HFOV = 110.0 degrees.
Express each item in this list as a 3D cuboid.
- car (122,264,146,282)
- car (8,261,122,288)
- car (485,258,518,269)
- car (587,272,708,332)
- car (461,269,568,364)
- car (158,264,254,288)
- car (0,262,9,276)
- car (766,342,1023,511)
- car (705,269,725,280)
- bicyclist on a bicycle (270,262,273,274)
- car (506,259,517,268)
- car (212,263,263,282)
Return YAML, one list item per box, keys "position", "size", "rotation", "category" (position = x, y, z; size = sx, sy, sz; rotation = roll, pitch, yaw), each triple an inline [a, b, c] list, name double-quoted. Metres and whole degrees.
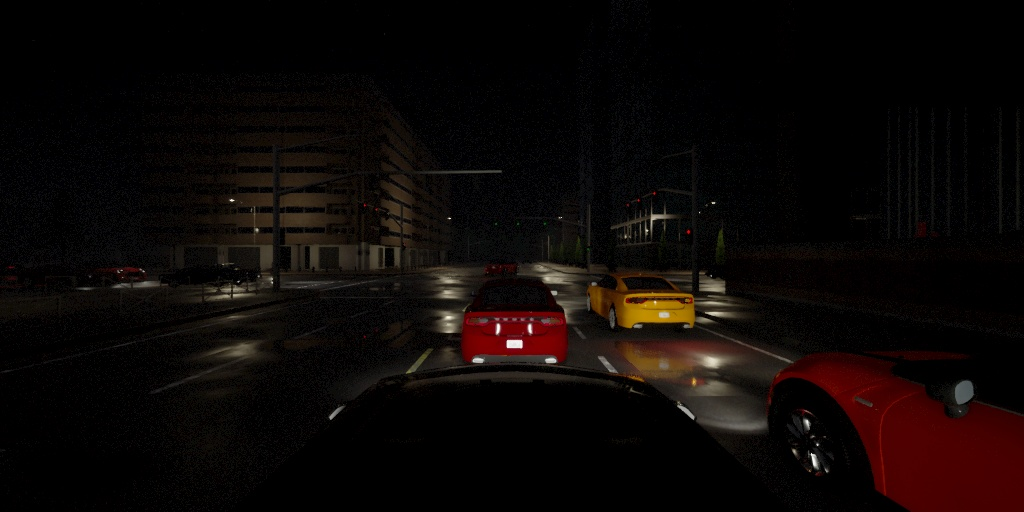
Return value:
- position: [-31.220, 1.157, 27.663]
  size: [4.553, 1.767, 2.097]
  rotation: [0, 0, 0]
  category: "car"
- position: [-29.972, 1.283, 24.157]
  size: [5.008, 1.535, 1.882]
  rotation: [0, 0, 0]
  category: "car"
- position: [-1.012, 1.127, 37.130]
  size: [2.097, 1.767, 4.553]
  rotation: [0, 0, 22]
  category: "car"
- position: [3.578, 1.228, 10.863]
  size: [1.882, 1.535, 5.008]
  rotation: [0, 0, 0]
  category: "car"
- position: [0.059, 1.228, 8.088]
  size: [1.882, 1.535, 5.008]
  rotation: [0, 0, 0]
  category: "car"
- position: [-20.604, 1.406, 24.119]
  size: [4.718, 1.301, 1.895]
  rotation: [0, 0, 0]
  category: "car"
- position: [-50.346, 1.297, 34.885]
  size: [4.902, 1.511, 2.128]
  rotation: [0, 0, 1]
  category: "car"
- position: [3.600, 1.102, 1.717]
  size: [2.097, 1.767, 4.553]
  rotation: [0, 0, 0]
  category: "car"
- position: [19.523, 1.406, 31.167]
  size: [4.718, 1.301, 1.895]
  rotation: [0, 0, 0]
  category: "car"
- position: [-25.535, 1.106, 38.622]
  size: [0.582, 1.620, 1.656]
  rotation: [0, 0, 0]
  category: "bicyclist on a bicycle"
- position: [-0.064, 1.275, 64.051]
  size: [1.812, 1.442, 4.674]
  rotation: [0, 0, 1]
  category: "car"
- position: [-21.962, 1.297, 27.625]
  size: [4.902, 1.511, 2.128]
  rotation: [0, 0, 0]
  category: "car"
